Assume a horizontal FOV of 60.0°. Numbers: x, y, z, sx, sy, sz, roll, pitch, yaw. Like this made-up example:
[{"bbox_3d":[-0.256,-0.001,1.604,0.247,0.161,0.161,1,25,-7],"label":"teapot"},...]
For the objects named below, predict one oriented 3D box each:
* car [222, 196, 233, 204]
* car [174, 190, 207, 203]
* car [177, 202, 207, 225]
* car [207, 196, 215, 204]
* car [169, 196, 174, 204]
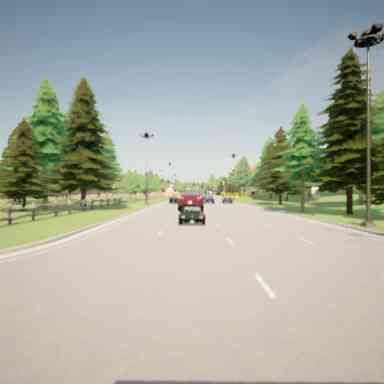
[{"bbox_3d":[7.007,1.519,65.663,2.128,1.511,4.902,0,0,0],"label":"car"},{"bbox_3d":[-0.020,0.567,24.303,1.812,1.442,4.674,0,-1,3],"label":"car"},{"bbox_3d":[0.008,1.667,24.246,1.895,1.301,4.718,1,0,0],"label":"car"},{"bbox_3d":[3.507,1.552,65.664,1.812,1.442,4.674,0,0,0],"label":"car"},{"bbox_3d":[-3.493,1.504,65.665,1.882,1.535,5.008,0,0,0],"label":"car"}]
